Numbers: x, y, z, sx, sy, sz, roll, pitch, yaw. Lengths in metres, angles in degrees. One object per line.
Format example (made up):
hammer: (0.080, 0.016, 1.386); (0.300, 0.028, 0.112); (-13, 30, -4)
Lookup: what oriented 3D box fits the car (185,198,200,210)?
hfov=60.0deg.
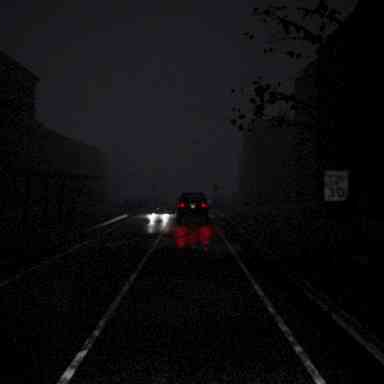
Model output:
car: (0.057, 1.479, 41.948); (1.895, 1.301, 4.718); (0, 0, 0)

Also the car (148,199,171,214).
car: (-3.126, 1.386, 32.520); (1.994, 1.385, 4.181); (0, 0, 0)

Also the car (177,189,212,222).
car: (0.074, 1.033, 24.433); (2.150, 2.045, 5.566); (0, 0, 0)
